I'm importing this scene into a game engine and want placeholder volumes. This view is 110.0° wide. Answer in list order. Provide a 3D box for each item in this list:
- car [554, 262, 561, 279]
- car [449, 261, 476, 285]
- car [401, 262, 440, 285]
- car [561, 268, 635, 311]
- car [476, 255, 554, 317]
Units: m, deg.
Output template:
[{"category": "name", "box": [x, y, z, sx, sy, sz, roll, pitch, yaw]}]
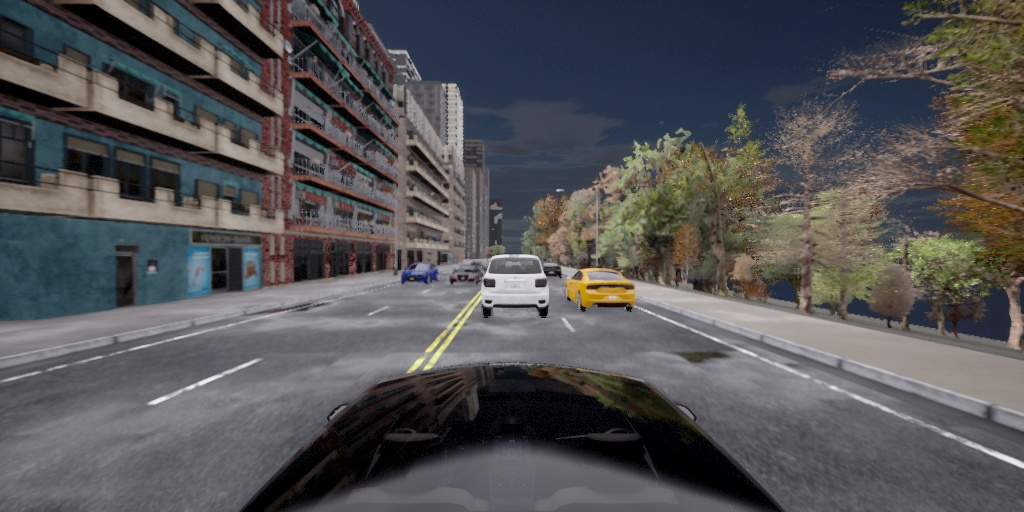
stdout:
[{"category": "car", "box": [3.347, 1.234, 32.772, 1.882, 1.535, 5.008, 0, 0, 0]}, {"category": "car", "box": [-3.351, 1.319, 26.385, 1.994, 1.385, 4.181, 0, 0, 0]}, {"category": "car", "box": [-6.601, 1.232, 26.169, 1.882, 1.535, 5.008, 0, 0, 0]}, {"category": "car", "box": [3.349, 1.229, 14.420, 1.882, 1.535, 5.008, 0, 0, 0]}, {"category": "car", "box": [0.099, 0.973, 13.318, 2.150, 2.045, 5.566, 0, 0, 0]}]
